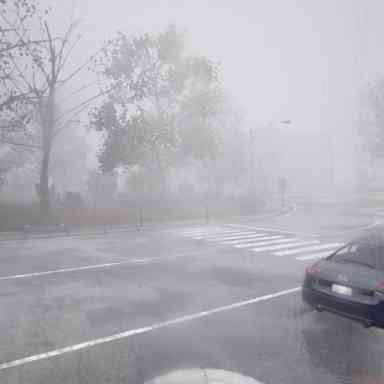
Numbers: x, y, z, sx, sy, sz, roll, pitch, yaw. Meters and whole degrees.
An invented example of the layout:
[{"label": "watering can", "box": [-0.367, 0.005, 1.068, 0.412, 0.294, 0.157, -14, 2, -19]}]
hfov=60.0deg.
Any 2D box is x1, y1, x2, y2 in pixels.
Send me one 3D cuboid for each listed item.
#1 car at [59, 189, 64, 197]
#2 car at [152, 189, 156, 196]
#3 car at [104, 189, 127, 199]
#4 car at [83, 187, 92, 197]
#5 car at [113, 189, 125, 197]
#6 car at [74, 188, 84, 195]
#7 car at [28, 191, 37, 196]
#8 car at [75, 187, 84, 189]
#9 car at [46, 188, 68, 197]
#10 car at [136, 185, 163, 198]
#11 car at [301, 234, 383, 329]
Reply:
[{"label": "car", "box": [-26.112, 0.294, 72.451, 2.231, 1.521, 4.892, -1, 2, 18]}, {"label": "car", "box": [-4.889, 0.127, 56.140, 2.231, 1.521, 4.892, -1, 2, 16]}, {"label": "car", "box": [-14.433, 0.286, 63.111, 1.946, 1.575, 5.366, -1, 2, 17]}, {"label": "car", "box": [-19.091, 0.192, 66.956, 2.185, 1.767, 4.553, -1, 2, 18]}, {"label": "car", "box": [-12.038, 0.125, 61.458, 2.185, 1.767, 4.553, -2, 1, 17]}, {"label": "car", "box": [-21.445, 0.351, 68.735, 2.163, 1.488, 4.792, -1, 2, 18]}, {"label": "car", "box": [-37.635, 0.114, 81.832, 2.097, 1.535, 5.008, 0, 2, 20]}, {"label": "car", "box": [-23.787, 0.062, 70.567, 2.435, 2.045, 5.566, 0, 2, 18]}, {"label": "car", "box": [-30.753, 0.103, 76.151, 2.185, 1.767, 4.553, 0, 2, 19]}, {"label": "car", "box": [-7.290, -0.082, 57.878, 2.435, 2.045, 5.566, -1, 2, 17]}, {"label": "car", "box": [4.088, 1.554, 6.581, 4.181, 1.385, 1.994, 0, 0, -35]}]
